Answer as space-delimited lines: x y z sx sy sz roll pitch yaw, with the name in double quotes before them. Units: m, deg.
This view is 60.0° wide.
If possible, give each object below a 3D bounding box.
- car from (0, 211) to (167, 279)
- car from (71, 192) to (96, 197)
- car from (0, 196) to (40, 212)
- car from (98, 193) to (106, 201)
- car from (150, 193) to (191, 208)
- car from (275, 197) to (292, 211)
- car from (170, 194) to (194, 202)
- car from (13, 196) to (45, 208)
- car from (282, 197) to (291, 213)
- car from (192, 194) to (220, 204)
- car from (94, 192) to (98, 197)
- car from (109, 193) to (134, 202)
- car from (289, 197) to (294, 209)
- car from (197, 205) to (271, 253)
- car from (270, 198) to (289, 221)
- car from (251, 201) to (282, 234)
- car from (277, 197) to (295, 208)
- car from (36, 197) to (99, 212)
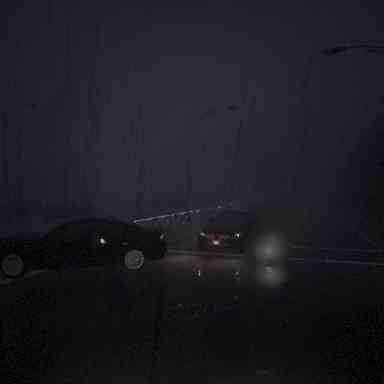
"car" -3.255 1.475 9.873 5.008 1.535 1.882 0 0 -15
"car" -18.464 1.249 53.736 4.514 1.523 2.007 0 0 18
"car" -15.115 1.356 29.404 3.806 1.475 1.970 0 0 18
"car" -20.214 1.014 70.941 3.866 1.878 1.905 0 0 18
"car" -2.967 1.074 41.774 4.605 1.855 1.932 0 0 18
"car" 11.658 1.483 42.110 1.837 1.490 4.892 0 0 19
"car" -2.104 1.257 68.690 4.514 1.523 2.007 0 0 18
"car" -21.698 1.273 44.281 3.633 1.501 1.845 0 0 18
"car" 7.747 1.486 30.515 1.837 1.490 4.892 0 0 19
"car" 1.660 1.125 56.782 5.027 1.636 2.152 0 0 18
"car" -21.856 1.298 67.986 3.806 1.475 1.970 0 0 18
"car" -13.809 1.045 65.312 4.605 1.855 1.932 0 0 18
"car" 9.786 1.543 36.553 1.994 1.385 4.181 0 0 19
"car" 1.813 1.514 13.896 1.812 1.442 4.674 0 0 24
"car" 5.870 1.474 24.951 2.128 1.511 4.902 0 0 19
"car" 3.960 1.490 19.305 1.837 1.490 4.892 0 0 19
"car" 13.539 1.468 47.686 2.128 1.511 4.902 0 0 19
"car" -9.036 1.356 24.209 3.633 1.501 1.845 0 0 18
